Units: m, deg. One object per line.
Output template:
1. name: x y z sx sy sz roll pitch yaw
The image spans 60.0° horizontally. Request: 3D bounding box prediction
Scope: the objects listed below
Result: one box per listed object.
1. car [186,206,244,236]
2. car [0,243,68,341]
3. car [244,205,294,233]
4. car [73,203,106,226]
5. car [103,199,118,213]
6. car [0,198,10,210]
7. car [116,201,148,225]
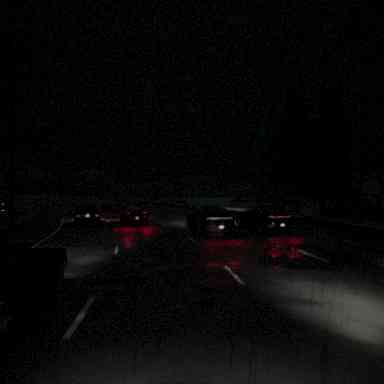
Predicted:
1. car: 0.930 1.563 19.162 2.128 1.511 4.902 0 0 -13
2. car: -3.916 1.639 6.399 1.895 1.301 4.718 0 0 -5
3. car: 4.277 1.556 20.092 2.128 1.511 4.902 0 0 -13
4. car: -7.833 1.670 24.813 2.033 1.411 5.357 0 0 -18
5. car: -9.849 1.669 40.813 1.882 1.535 5.008 0 0 -20
6. car: -27.300 1.627 47.305 2.097 1.767 4.553 0 0 -20
7. car: -4.513 1.640 25.539 1.812 1.442 4.674 0 0 -17
